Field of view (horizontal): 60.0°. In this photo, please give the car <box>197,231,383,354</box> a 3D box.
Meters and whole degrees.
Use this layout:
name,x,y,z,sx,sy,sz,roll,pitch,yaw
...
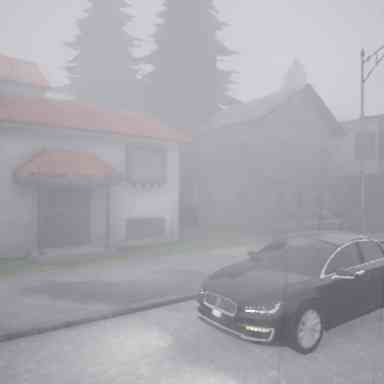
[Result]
name,x,y,z,sx,sy,sz,roll,pitch,yaw
car,2.341,1.548,6.274,4.892,1.490,1.837,1,0,-35
